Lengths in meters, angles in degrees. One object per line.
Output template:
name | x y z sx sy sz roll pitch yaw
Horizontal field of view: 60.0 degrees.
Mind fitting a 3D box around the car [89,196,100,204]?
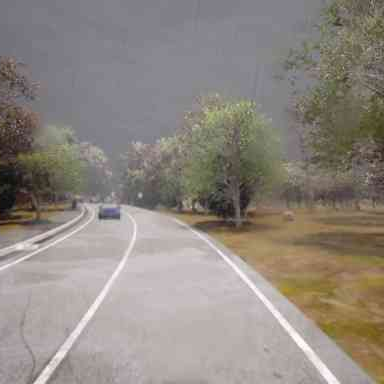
car | -20.462 1.664 69.582 2.128 1.511 4.902 2 -1 -20

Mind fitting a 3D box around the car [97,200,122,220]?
car | -7.223 1.638 29.364 1.812 1.442 4.674 1 0 -13
